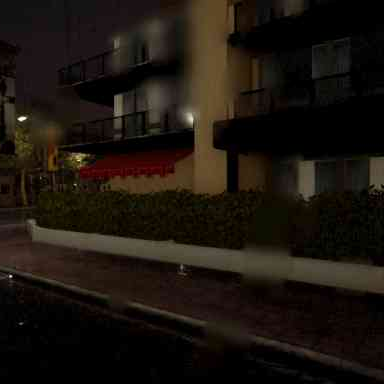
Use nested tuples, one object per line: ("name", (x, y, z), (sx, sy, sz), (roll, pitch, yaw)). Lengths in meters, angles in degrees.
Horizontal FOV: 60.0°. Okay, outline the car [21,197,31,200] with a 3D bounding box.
("car", (-35.601, 1.481, 67.658), (4.892, 1.521, 2.231), (0, 0, 36))
